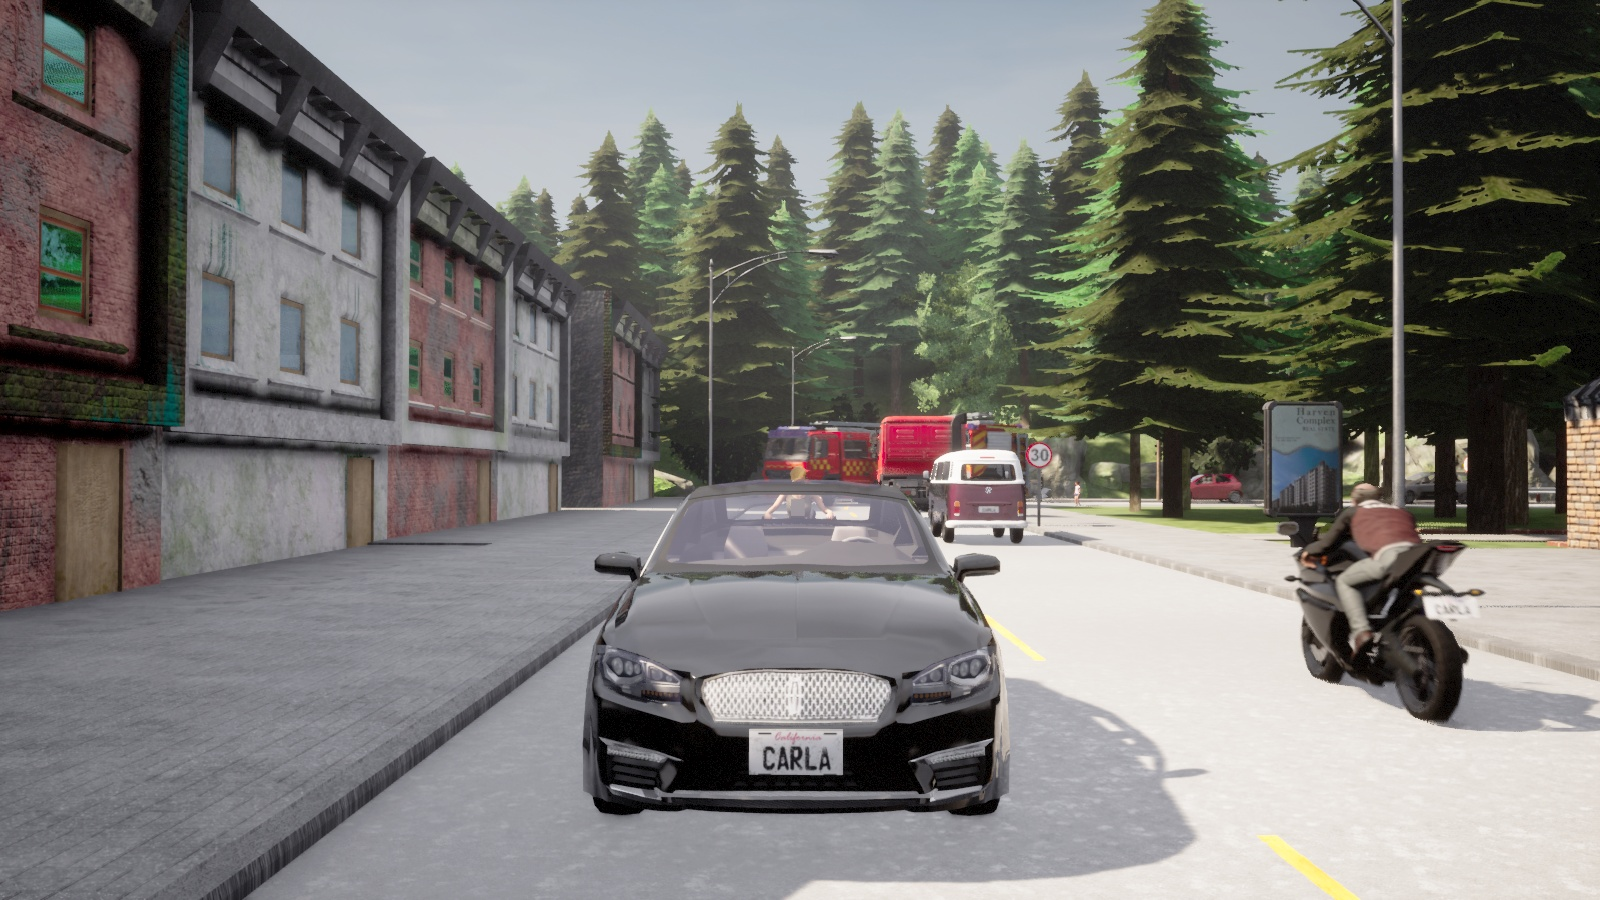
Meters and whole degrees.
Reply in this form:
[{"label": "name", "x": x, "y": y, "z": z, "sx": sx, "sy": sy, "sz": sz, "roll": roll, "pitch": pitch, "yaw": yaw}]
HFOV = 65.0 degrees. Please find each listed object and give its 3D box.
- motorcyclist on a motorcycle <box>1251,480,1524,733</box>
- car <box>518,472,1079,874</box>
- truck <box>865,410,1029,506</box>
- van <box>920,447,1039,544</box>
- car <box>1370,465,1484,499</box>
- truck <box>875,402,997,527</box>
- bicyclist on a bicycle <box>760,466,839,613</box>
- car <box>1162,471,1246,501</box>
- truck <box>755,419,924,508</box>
[{"label": "motorcyclist on a motorcycle", "x": 3.993, "y": 0.981, "z": 8.794, "sx": 0.866, "sy": 1.530, "sz": 2.191, "roll": 0, "pitch": -1, "yaw": 0}, {"label": "car", "x": -0.007, "y": 0.892, "z": 7.230, "sx": 2.128, "sy": 1.511, "sz": 4.902, "roll": 0, "pitch": -1, "yaw": 0}, {"label": "truck", "x": 6.206, "y": 0.490, "z": 54.700, "sx": 2.891, "sy": 3.827, "sz": 8.468, "roll": 0, "pitch": -3, "yaw": -26}, {"label": "van", "x": 4.006, "y": 1.003, "z": 28.737, "sx": 2.069, "sy": 2.038, "sz": 4.480, "roll": 0, "pitch": -1, "yaw": 0}, {"label": "car", "x": 31.613, "y": 1.594, "z": 63.399, "sx": 4.611, "sy": 1.667, "sz": 2.242, "roll": 0, "pitch": -1, "yaw": 0}, {"label": "truck", "x": 4.011, "y": 0.466, "z": 38.741, "sx": 2.891, "sy": 3.462, "sz": 7.936, "roll": 0, "pitch": -1, "yaw": 0}, {"label": "bicyclist on a bicycle", "x": -0.005, "y": 0.996, "z": 14.605, "sx": 0.866, "sy": 1.612, "sz": 1.509, "roll": 0, "pitch": -1, "yaw": 0}, {"label": "car", "x": 20.359, "y": 1.806, "z": 63.339, "sx": 3.633, "sy": 1.501, "sz": 1.845, "roll": -1, "pitch": -1, "yaw": 0}, {"label": "truck", "x": 1.953, "y": 0.622, "z": 58.287, "sx": 2.891, "sy": 3.827, "sz": 8.468, "roll": 0, "pitch": 0, "yaw": 44}]
